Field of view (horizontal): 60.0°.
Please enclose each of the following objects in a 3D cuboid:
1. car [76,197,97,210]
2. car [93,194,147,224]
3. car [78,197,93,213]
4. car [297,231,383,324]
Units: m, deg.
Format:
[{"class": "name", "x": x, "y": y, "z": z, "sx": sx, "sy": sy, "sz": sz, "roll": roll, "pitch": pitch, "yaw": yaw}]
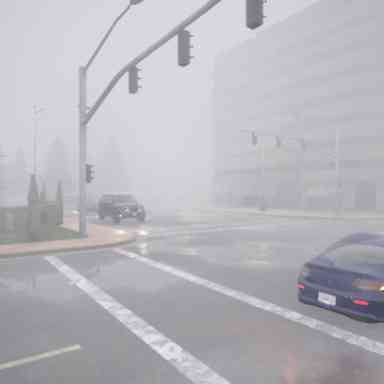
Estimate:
[{"class": "car", "x": -13.676, "y": 1.445, "z": 43.344, "sx": 2.128, "sy": 1.511, "sz": 4.902, "roll": 0, "pitch": 0, "yaw": -11}, {"class": "car", "x": -5.415, "y": 1.173, "z": 25.157, "sx": 2.150, "sy": 2.045, "sz": 5.566, "roll": 0, "pitch": 0, "yaw": -32}, {"class": "car", "x": -10.269, "y": 1.477, "z": 33.546, "sx": 1.812, "sy": 1.442, "sz": 4.674, "roll": 0, "pitch": 0, "yaw": -27}, {"class": "car", "x": 4.017, "y": 1.507, "z": 6.616, "sx": 4.674, "sy": 1.442, "sz": 1.812, "roll": -1, "pitch": 0, "yaw": -35}]
